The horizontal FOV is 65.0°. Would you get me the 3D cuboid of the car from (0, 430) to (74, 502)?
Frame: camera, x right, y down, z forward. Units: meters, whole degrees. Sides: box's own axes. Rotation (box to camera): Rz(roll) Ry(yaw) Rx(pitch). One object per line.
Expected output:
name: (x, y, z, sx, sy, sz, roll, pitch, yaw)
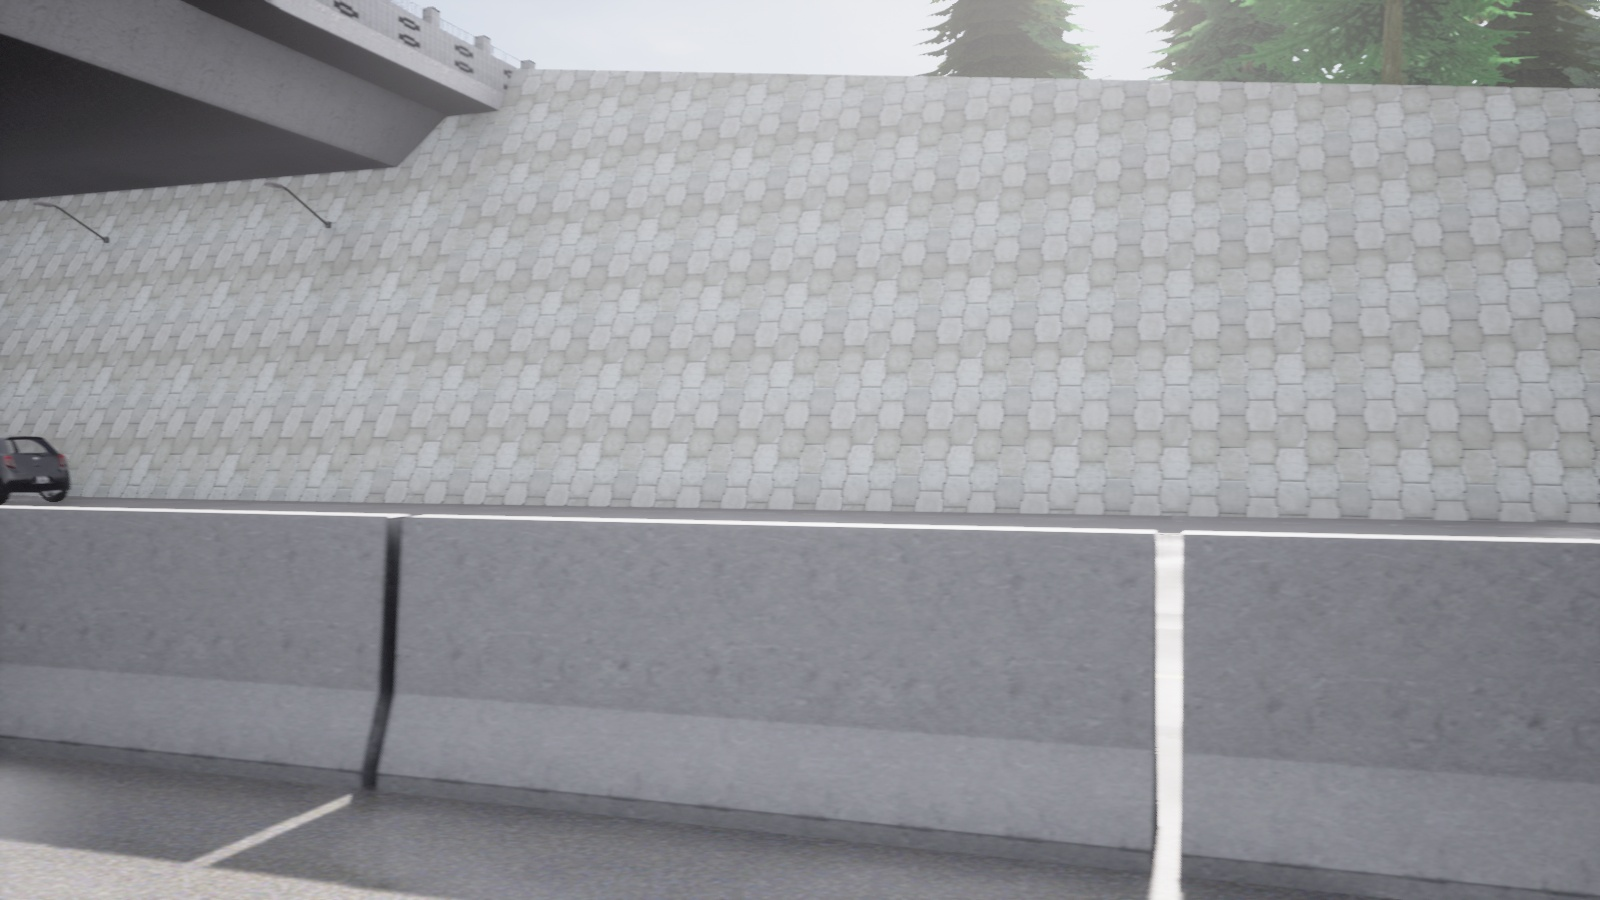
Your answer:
car: (-18.279, 0.323, 27.805, 3.633, 1.501, 1.845, 0, 1, 19)
